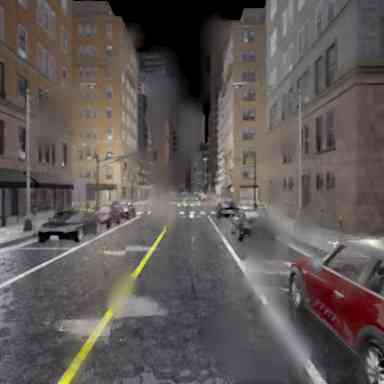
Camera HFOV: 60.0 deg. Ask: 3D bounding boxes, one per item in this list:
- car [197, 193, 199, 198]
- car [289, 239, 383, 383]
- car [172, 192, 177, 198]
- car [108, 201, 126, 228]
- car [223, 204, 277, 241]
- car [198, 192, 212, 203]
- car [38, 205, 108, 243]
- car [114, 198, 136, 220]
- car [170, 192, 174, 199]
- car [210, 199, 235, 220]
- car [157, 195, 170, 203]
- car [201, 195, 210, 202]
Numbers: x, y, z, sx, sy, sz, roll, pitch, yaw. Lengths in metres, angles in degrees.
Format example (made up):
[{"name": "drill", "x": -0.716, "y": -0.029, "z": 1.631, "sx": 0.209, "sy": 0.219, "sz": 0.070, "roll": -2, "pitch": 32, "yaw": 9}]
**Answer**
[{"name": "car", "x": 2.747, "y": 1.283, "z": 74.858, "sx": 2.008, "sy": 1.369, "sz": 4.403, "roll": 0, "pitch": 0, "yaw": 0}, {"name": "car", "x": 2.849, "y": 1.412, "z": 4.944, "sx": 1.967, "sy": 1.590, "sz": 4.097, "roll": 0, "pitch": 0, "yaw": 0}, {"name": "car", "x": -5.785, "y": 1.252, "z": 90.906, "sx": 1.752, "sy": 1.417, "sz": 4.829, "roll": 0, "pitch": 0, "yaw": 0}, {"name": "car", "x": -5.713, "y": 1.502, "z": 21.430, "sx": 1.802, "sy": 1.307, "sz": 4.206, "roll": 0, "pitch": 0, "yaw": 0}, {"name": "car", "x": 2.825, "y": 1.476, "z": 15.948, "sx": 2.008, "sy": 1.369, "sz": 4.403, "roll": 0, "pitch": 0, "yaw": 0}, {"name": "car", "x": 2.750, "y": 1.198, "z": 64.040, "sx": 1.967, "sy": 1.590, "sz": 4.097, "roll": 0, "pitch": 0, "yaw": 0}, {"name": "car", "x": -5.700, "y": 1.509, "z": 15.929, "sx": 1.947, "sy": 1.339, "sz": 4.313, "roll": 0, "pitch": 0, "yaw": 0}, {"name": "car", "x": -5.726, "y": 1.337, "z": 26.931, "sx": 1.967, "sy": 1.590, "sz": 4.097, "roll": 0, "pitch": 0, "yaw": 0}, {"name": "car", "x": -5.778, "y": 1.301, "z": 74.851, "sx": 2.008, "sy": 1.369, "sz": 4.403, "roll": 0, "pitch": 0, "yaw": 0}, {"name": "car", "x": 2.800, "y": 1.445, "z": 26.950, "sx": 1.947, "sy": 1.339, "sz": 4.313, "roll": 0, "pitch": 0, "yaw": 0}, {"name": "car", "x": -5.774, "y": 1.358, "z": 64.034, "sx": 1.802, "sy": 1.307, "sz": 4.206, "roll": 0, "pitch": 0, "yaw": 0}, {"name": "car", "x": 2.748, "y": 1.269, "z": 69.619, "sx": 1.752, "sy": 1.417, "sz": 4.829, "roll": 0, "pitch": 0, "yaw": 0}]
